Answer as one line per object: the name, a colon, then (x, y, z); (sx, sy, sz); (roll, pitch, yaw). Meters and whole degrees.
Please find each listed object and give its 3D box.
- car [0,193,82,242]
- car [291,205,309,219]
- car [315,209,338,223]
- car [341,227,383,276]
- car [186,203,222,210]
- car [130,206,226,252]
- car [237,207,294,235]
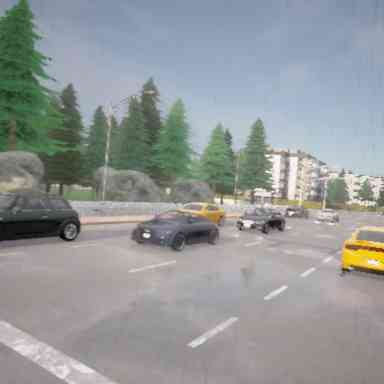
car: (-6.161, 0.808, 11.511); (2.097, 1.767, 4.553); (5, 0, 34)
car: (12.799, 2.401, 40.443); (2.128, 1.511, 4.902); (5, 0, 34)
car: (15.737, 2.684, 38.561); (1.812, 1.442, 4.674); (5, 0, 34)
car: (6.583, 1.984, 11.661); (1.882, 1.535, 5.008); (5, 0, 33)
car: (0.462, 1.441, 21.631); (1.882, 1.535, 5.008); (5, 0, 33)
car: (-0.541, 1.475, 13.714); (1.994, 1.385, 4.181); (5, 0, 33)
car: (4.614, 1.796, 21.607); (2.128, 1.511, 4.902); (5, 0, 33)
